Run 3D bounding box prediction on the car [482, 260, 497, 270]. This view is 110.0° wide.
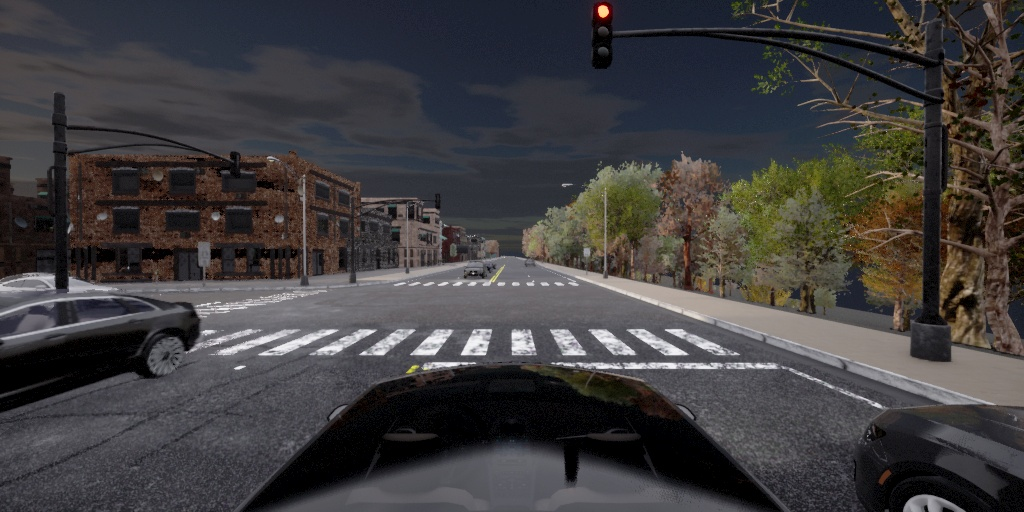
[{"bbox_3d":[-3.327,1.346,53.089,1.895,1.301,4.718,0,0,0],"label":"car"}]

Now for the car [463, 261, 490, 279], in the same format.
[{"bbox_3d":[-3.316,1.251,33.070,1.837,1.490,4.892,0,0,0],"label":"car"}]

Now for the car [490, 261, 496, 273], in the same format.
[{"bbox_3d":[-3.325,1.346,42.992,1.895,1.301,4.718,0,0,0],"label":"car"}]

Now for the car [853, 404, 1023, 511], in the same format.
[{"bbox_3d":[3.348,1.255,0.518,1.837,1.490,4.892,0,0,0],"label":"car"}]

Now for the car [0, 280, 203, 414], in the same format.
[{"bbox_3d":[-6.554,1.240,4.485,2.128,1.511,4.902,0,0,-1],"label":"car"}]

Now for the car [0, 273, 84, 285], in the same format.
[{"bbox_3d":[-19.501,1.570,15.305,4.674,1.442,1.812,0,1,-1],"label":"car"}]
